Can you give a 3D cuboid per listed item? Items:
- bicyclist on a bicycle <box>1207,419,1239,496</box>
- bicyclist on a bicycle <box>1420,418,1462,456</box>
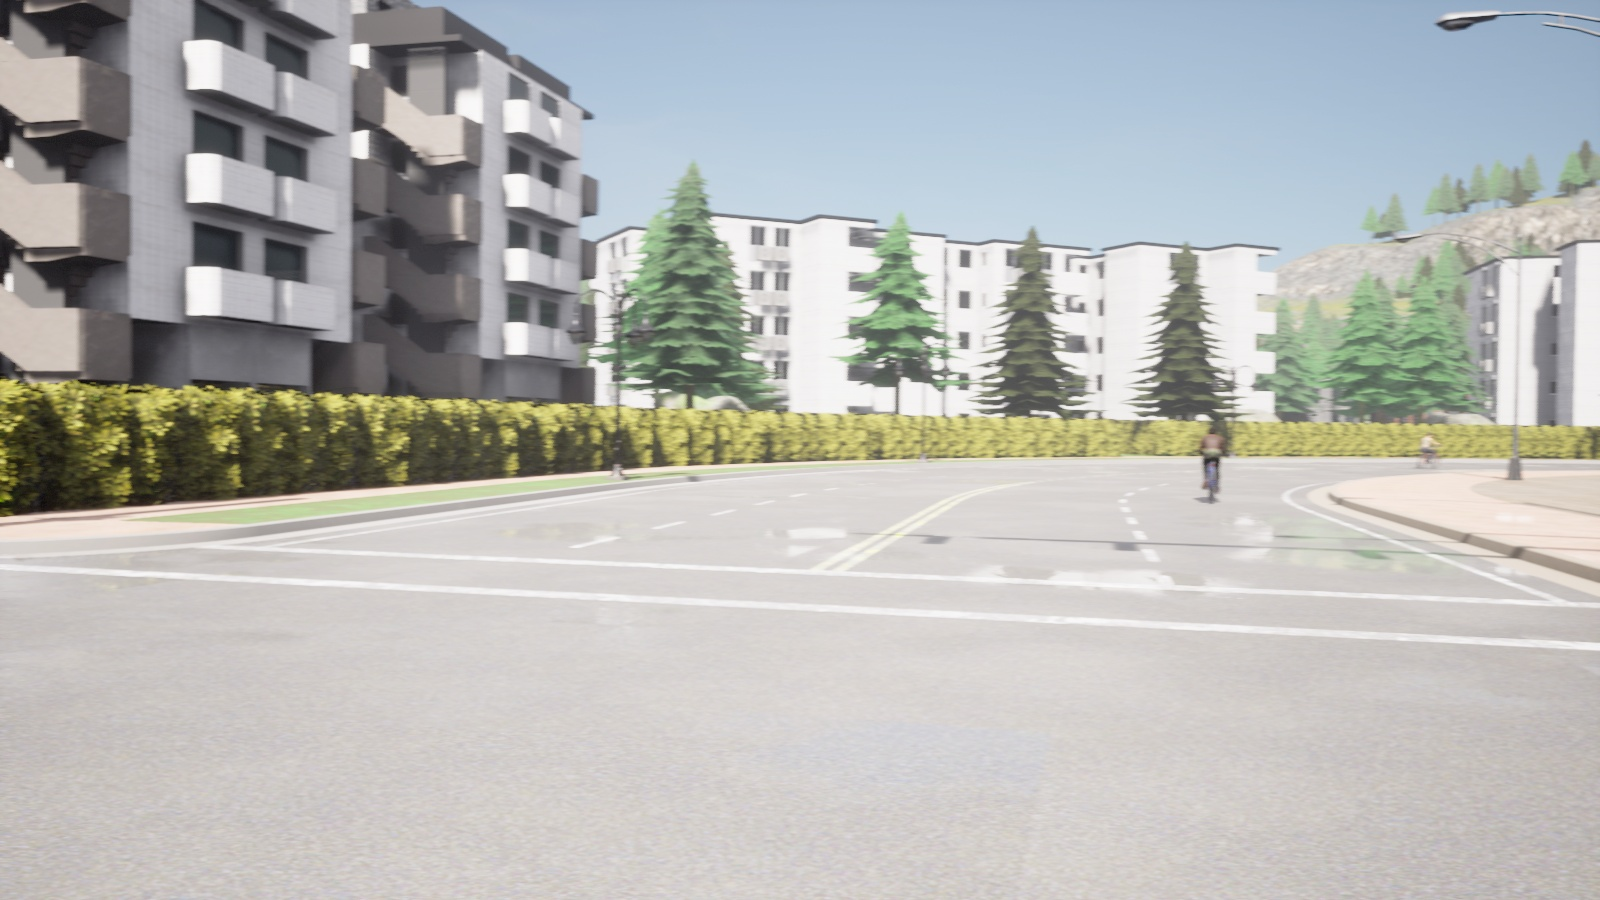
[{"bbox_3d":[9.093,0.145,27.037,0.582,1.620,1.656,0,1,16],"label":"bicyclist on a bicycle"},{"bbox_3d":[27.713,-0.571,54.307,1.509,1.612,0.866,-1,2,-27],"label":"bicyclist on a bicycle"}]
